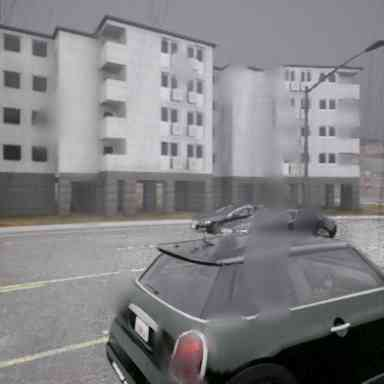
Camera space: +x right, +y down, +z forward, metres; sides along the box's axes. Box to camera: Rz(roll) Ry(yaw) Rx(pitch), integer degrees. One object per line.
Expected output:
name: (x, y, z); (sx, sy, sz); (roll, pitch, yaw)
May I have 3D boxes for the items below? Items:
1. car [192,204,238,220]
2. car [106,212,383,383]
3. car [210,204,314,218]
car: (2.345, 1.361, 16.579); (4.902, 1.511, 2.128); (0, 0, -22)
car: (1.351, 1.319, 4.246); (4.553, 1.767, 2.097); (0, 1, -31)
car: (3.495, 1.393, 13.275); (4.902, 1.511, 2.128); (0, 0, -22)
